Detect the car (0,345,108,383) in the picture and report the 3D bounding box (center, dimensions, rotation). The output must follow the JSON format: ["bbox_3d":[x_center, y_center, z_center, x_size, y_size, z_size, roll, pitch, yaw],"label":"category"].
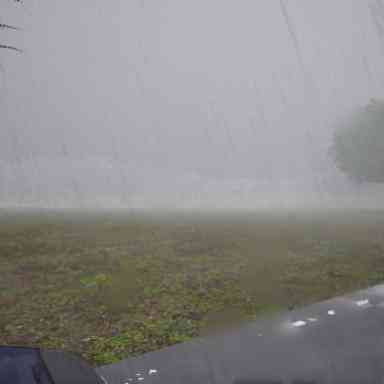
[{"bbox_3d":[-2.277,1.562,1.317,4.181,1.385,1.994,1,-1,-35],"label":"car"}]
